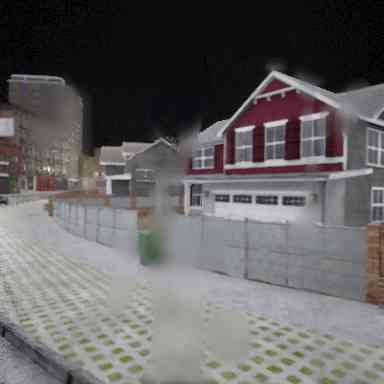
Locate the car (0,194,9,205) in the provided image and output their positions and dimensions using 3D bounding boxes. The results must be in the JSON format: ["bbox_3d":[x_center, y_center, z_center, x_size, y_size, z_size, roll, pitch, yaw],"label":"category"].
[{"bbox_3d":[-23.837,0.910,40.262,1.994,1.385,4.181,1,1,-11],"label":"car"}]
